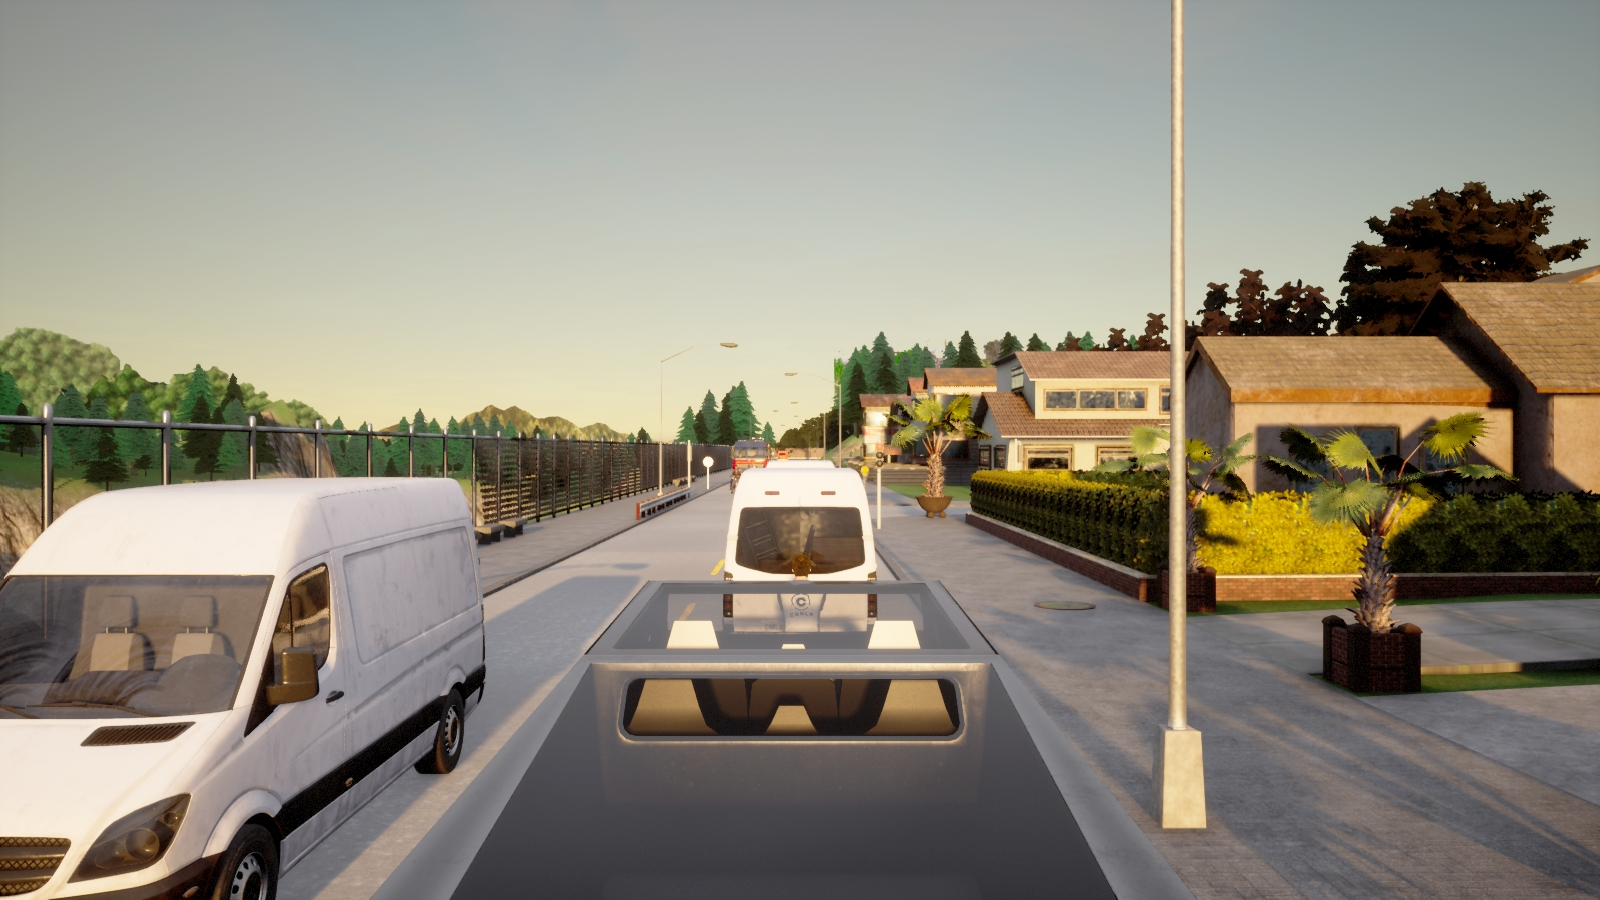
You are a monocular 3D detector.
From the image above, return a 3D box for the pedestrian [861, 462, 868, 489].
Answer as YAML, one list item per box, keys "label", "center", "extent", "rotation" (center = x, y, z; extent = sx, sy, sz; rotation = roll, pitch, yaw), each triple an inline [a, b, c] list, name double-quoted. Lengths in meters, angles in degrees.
- label: "pedestrian"
  center: [4.376, 1.714, 77.284]
  extent: [0.375, 1.860, 0.375]
  rotation: [0, 0, -9]

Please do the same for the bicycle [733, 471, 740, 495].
- label: "bicycle"
  center: [-3.968, 2.032, 71.211]
  extent: [0.329, 1.471, 1.835]
  rotation: [0, 0, 0]

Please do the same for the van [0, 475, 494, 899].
- label: "van"
  center: [-3.993, 1.531, 8.228]
  extent: [1.988, 2.561, 5.915]
  rotation: [0, 0, 0]

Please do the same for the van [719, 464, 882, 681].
- label: "van"
  center: [0.009, 1.528, 16.844]
  extent: [1.988, 2.561, 5.915]
  rotation: [0, 0, 0]

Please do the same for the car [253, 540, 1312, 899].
- label: "car"
  center: [-0.034, 1.751, 5.716]
  extent: [2.390, 2.098, 6.274]
  rotation: [0, 0, 0]
